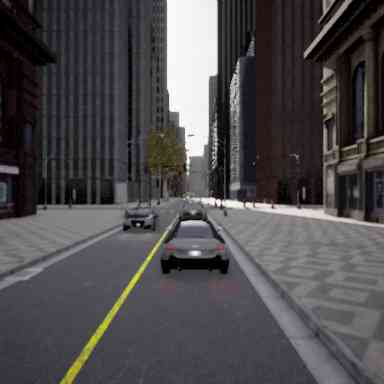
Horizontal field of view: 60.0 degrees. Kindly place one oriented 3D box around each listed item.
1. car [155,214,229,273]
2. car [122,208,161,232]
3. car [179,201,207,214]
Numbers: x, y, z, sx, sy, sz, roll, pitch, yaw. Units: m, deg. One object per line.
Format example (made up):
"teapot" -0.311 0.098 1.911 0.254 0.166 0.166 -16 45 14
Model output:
"car" 0.087 1.630 10.957 1.994 1.385 4.181 0 0 0
"car" -3.099 1.690 21.068 1.994 1.385 4.181 0 0 0
"car" 0.084 1.507 25.686 2.097 1.767 4.553 0 0 0
